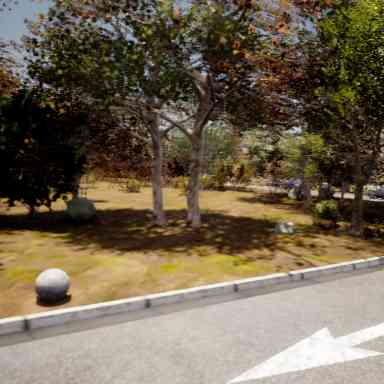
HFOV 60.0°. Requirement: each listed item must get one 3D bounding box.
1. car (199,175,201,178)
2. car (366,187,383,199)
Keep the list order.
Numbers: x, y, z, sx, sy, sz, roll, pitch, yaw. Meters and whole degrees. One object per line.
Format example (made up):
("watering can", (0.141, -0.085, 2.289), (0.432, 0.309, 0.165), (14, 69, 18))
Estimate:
("car", (2.207, -2.558, 59.959), (1.994, 1.385, 4.181), (1, 4, -29))
("car", (20.095, 0.135, 33.813), (1.994, 1.385, 4.181), (1, 4, -28))
